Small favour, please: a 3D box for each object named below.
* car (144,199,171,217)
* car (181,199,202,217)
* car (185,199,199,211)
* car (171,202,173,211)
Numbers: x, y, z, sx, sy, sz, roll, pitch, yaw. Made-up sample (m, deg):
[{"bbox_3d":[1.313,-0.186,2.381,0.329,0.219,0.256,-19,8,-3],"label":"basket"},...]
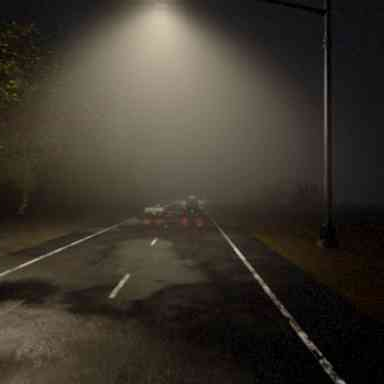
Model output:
[{"bbox_3d":[-3.502,1.706,33.083,1.895,1.301,4.718,0,0,0],"label":"car"},{"bbox_3d":[-0.003,1.631,33.021,1.812,1.442,4.674,0,0,0],"label":"car"},{"bbox_3d":[0.013,1.665,44.890,1.812,1.442,4.674,0,0,0],"label":"car"},{"bbox_3d":[-3.497,1.685,43.898,2.033,1.411,5.357,0,0,0],"label":"car"}]
